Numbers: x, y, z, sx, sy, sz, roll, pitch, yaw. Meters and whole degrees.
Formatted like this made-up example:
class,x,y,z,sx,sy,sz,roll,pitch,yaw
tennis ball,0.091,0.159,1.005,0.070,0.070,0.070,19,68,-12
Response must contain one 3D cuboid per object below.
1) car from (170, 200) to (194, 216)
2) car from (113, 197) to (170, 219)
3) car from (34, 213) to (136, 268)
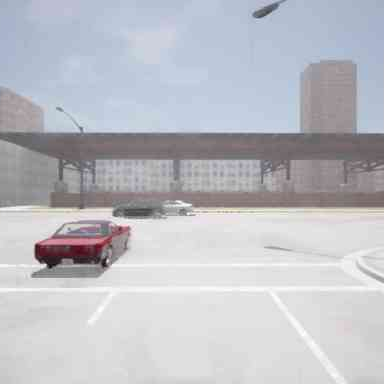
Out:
class,x,y,z,sx,sy,sz,roll,pitch,yaw
car,-2.109,1.524,32.044,4.674,1.442,1.812,0,0,0
car,-4.475,1.351,28.583,4.553,1.767,2.097,0,0,1
car,-3.362,1.600,11.288,1.895,1.301,4.718,0,0,1
